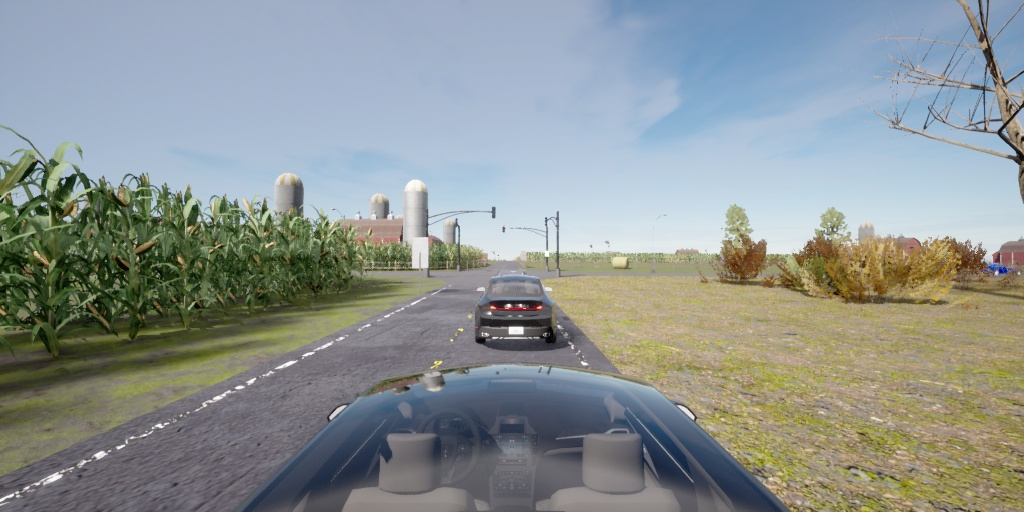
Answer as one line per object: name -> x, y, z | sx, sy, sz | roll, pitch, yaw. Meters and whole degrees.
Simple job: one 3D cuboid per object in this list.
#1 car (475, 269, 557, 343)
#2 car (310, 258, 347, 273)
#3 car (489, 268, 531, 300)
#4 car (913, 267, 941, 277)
car -> 0.079, 1.259, 9.662 | 1.837, 1.490, 4.892 | 0, 0, 0
car -> -19.832, 0.930, 37.646 | 4.553, 1.767, 2.097 | 0, -1, -3
car -> 0.031, 1.360, 18.813 | 1.895, 1.301, 4.718 | 0, 0, 4
car -> 48.555, 1.768, 42.531 | 4.181, 1.385, 1.994 | 1, -1, -5
